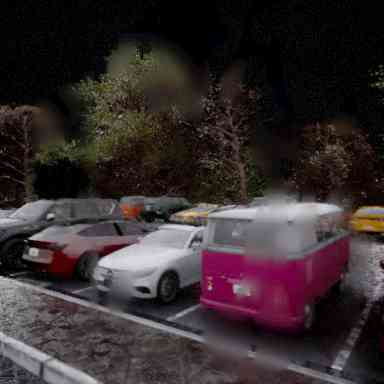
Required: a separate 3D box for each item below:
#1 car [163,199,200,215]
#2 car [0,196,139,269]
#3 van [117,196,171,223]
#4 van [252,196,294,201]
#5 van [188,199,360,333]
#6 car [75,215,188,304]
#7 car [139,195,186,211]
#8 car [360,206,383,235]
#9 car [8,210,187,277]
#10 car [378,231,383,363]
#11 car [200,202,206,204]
[{"bbox_3d":[0.606,1.510,23.675,1.946,1.575,5.366,0,0,36],"label":"car"},{"bbox_3d":[-4.825,1.256,11.673,2.435,2.045,5.566,0,0,36],"label":"car"},{"bbox_3d":[-3.825,1.321,27.212,1.878,1.987,4.442,-1,0,36],"label":"van"},{"bbox_3d":[5.287,1.274,20.702,1.878,1.987,4.442,0,0,36],"label":"van"},{"bbox_3d":[2.036,1.264,6.950,1.878,1.987,4.442,0,0,36],"label":"van"},{"bbox_3d":[-0.289,1.536,8.471,2.002,1.452,4.674,0,0,36],"label":"car"},{"bbox_3d":[-1.524,1.273,25.459,2.435,2.045,5.566,-1,0,36],"label":"car"},{"bbox_3d":[9.623,1.489,17.455,2.097,1.535,5.008,0,0,36],"label":"car"},{"bbox_3d":[-2.532,1.531,10.106,2.163,1.488,4.792,0,0,36],"label":"car"},{"bbox_3d":[4.231,1.485,5.246,2.097,1.535,5.008,0,0,36],"label":"car"},{"bbox_3d":[2.961,1.507,22.212,2.231,1.521,4.892,0,0,36],"label":"car"}]
